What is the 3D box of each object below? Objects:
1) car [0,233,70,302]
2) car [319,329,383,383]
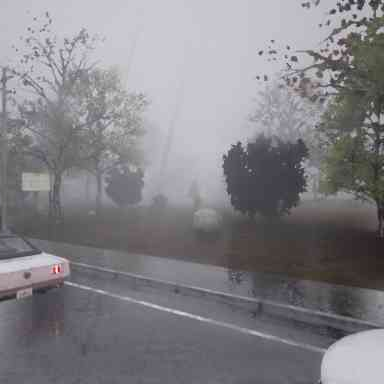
[{"bbox_3d":[-4.933,1.601,7.513,4.718,1.301,1.895,0,0,36],"label":"car"},{"bbox_3d":[3.132,1.526,1.773,4.674,1.442,1.812,0,0,35],"label":"car"}]
